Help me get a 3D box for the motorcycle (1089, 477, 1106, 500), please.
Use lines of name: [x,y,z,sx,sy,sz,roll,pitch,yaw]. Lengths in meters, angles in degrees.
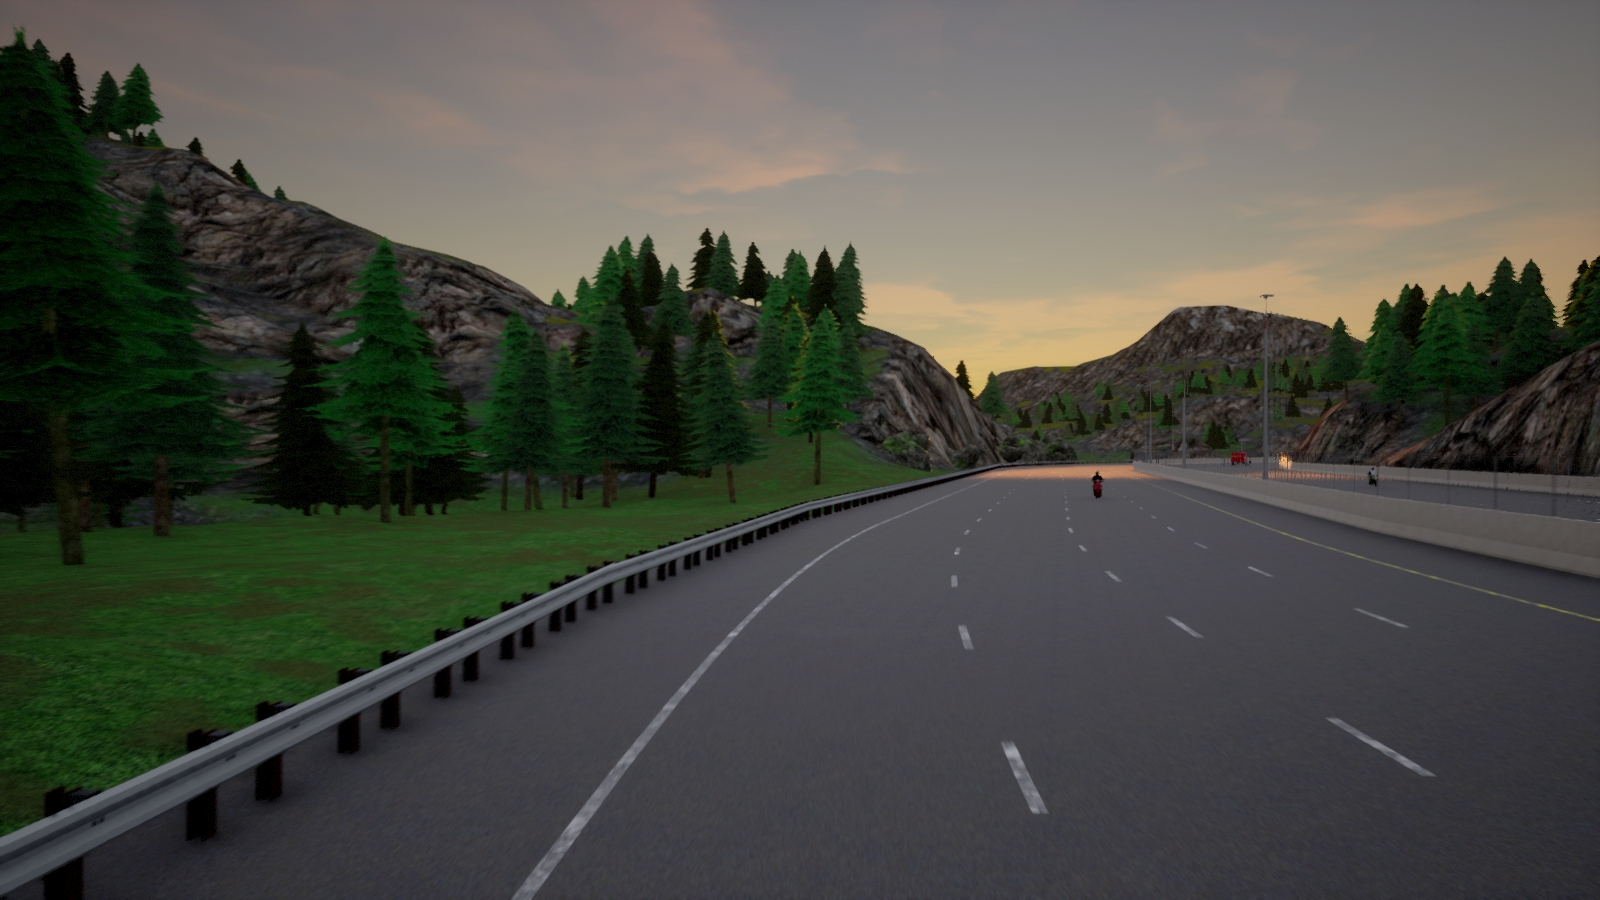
motorcycle: [17.019,2.200,65.386,0.856,1.236,1.805,0,0,13]
